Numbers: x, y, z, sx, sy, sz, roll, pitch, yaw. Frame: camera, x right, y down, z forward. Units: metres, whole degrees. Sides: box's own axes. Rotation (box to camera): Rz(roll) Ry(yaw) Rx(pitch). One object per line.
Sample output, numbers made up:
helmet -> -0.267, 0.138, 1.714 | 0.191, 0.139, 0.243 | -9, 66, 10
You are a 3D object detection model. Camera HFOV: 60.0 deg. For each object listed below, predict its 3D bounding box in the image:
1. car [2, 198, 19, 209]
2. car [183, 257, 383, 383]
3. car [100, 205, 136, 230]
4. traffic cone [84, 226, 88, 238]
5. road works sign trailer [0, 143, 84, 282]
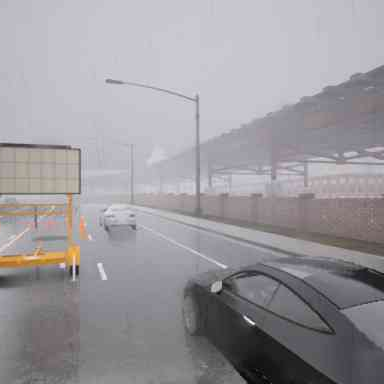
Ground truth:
car -> -25.544, 1.571, 46.984 | 2.033, 1.411, 5.357 | 0, 0, -22
car -> 1.331, 1.527, 4.031 | 1.812, 1.442, 4.674 | 0, 0, -20
car -> -4.724, 1.536, 21.039 | 1.812, 1.442, 4.674 | 0, 0, -20
traffic cone -> -5.331, 1.964, 16.445 | 0.340, 0.580, 0.340 | 0, 0, -20
road works sign trailer -> -4.385, 0.470, 9.352 | 2.380, 3.560, 2.880 | 0, 0, -20
